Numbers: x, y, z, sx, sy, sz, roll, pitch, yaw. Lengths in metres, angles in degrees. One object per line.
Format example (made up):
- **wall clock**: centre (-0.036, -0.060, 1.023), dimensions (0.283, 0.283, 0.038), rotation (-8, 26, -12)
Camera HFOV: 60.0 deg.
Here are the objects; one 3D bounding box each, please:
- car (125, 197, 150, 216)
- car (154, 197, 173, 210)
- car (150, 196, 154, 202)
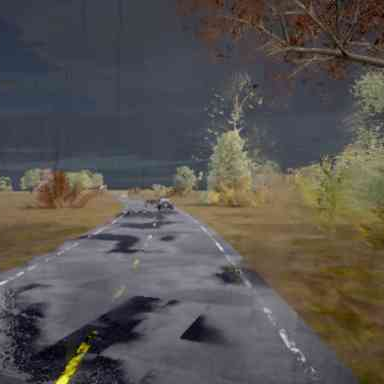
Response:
- **car**: centre (-5.175, 1.443, 31.621), dimensions (1.837, 1.490, 4.892), rotation (0, 0, -7)
- **car**: centre (-3.523, 1.441, 42.495), dimensions (1.812, 1.442, 4.674), rotation (0, 0, -9)
- **car**: centre (-7.634, 1.487, 62.628), dimensions (1.895, 1.301, 4.718), rotation (0, 0, -13)
